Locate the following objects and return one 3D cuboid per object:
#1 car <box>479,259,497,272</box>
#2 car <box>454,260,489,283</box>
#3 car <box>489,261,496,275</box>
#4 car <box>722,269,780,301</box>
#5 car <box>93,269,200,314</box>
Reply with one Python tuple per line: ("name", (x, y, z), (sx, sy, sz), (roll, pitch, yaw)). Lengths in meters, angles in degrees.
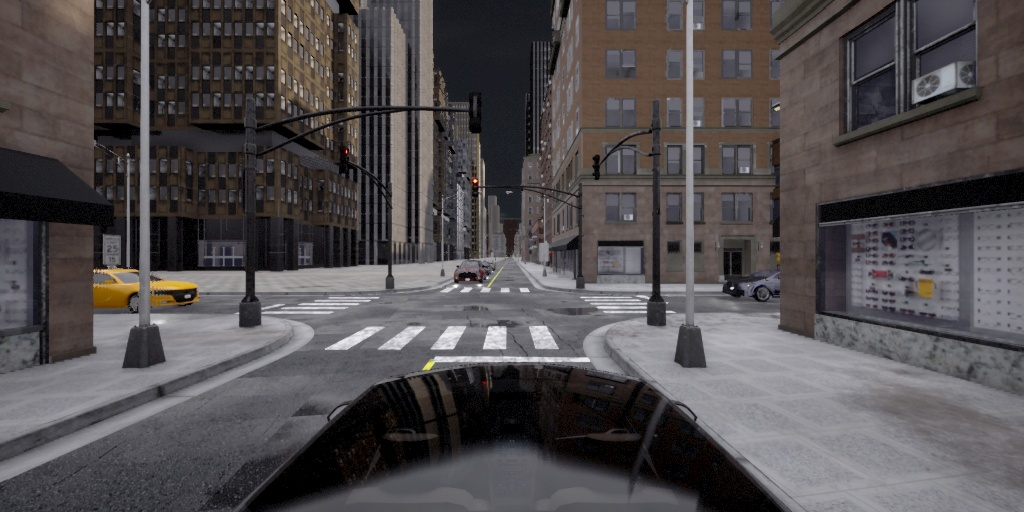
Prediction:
("car", (-3.189, 1.243, 48.493), (2.128, 1.511, 4.902), (0, 0, 0))
("car", (-3.159, 1.103, 27.816), (2.097, 1.767, 4.553), (0, 0, 0))
("car", (-3.175, 1.299, 38.075), (2.033, 1.411, 5.357), (0, 0, 0))
("car", (12.219, 1.314, 16.687), (4.181, 1.385, 1.994), (0, 0, -1))
("car", (-14.498, 1.232, 13.254), (5.008, 1.535, 1.882), (0, 0, 0))
